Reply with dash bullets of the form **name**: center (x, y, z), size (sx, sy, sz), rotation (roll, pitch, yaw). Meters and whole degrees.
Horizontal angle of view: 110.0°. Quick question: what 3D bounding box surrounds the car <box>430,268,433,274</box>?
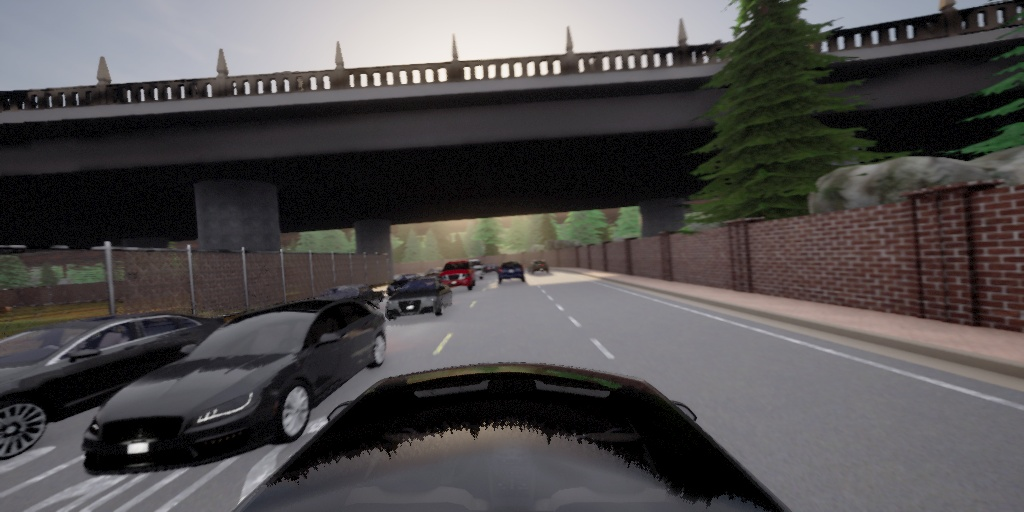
- **car**: center (-7.444, 1.917, 35.486), size (2.128, 1.511, 4.902), rotation (-4, 0, -3)

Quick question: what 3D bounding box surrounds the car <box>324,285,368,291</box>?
- **car**: center (-7.120, 1.945, 15.132), size (1.895, 1.301, 4.718), rotation (-4, 0, -1)

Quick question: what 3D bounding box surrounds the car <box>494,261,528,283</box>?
- **car**: center (-0.097, 1.186, 29.735), size (2.097, 1.767, 4.553), rotation (-4, 0, -1)

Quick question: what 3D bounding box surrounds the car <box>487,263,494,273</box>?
- **car**: center (-3.401, 1.696, 49.548), size (2.033, 1.411, 5.357), rotation (-4, 0, -22)

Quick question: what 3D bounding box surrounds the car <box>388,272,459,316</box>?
- **car**: center (-3.634, 1.634, 14.651), size (1.994, 1.385, 4.181), rotation (-4, 0, -1)

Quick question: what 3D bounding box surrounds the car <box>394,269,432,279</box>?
- **car**: center (-7.234, 1.944, 25.066), size (1.994, 1.385, 4.181), rotation (-4, 0, -1)

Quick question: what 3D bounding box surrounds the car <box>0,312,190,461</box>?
- **car**: center (-7.046, 1.804, 5.868), size (2.128, 1.511, 4.902), rotation (-4, 0, -1)

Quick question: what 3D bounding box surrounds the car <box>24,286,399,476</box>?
- **car**: center (-3.535, 1.542, 5.756), size (1.837, 1.490, 4.892), rotation (-4, 0, -1)

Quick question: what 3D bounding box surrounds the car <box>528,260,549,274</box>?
- **car**: center (2.785, 1.141, 39.176), size (1.837, 1.490, 4.892), rotation (-4, 0, -6)

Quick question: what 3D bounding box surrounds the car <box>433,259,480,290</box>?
- **car**: center (-3.778, 1.331, 25.363), size (2.150, 2.045, 5.566), rotation (-4, 0, -2)

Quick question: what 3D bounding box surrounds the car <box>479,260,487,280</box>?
- **car**: center (-4.014, 1.382, 36.283), size (2.150, 2.045, 5.566), rotation (-4, 0, -3)
